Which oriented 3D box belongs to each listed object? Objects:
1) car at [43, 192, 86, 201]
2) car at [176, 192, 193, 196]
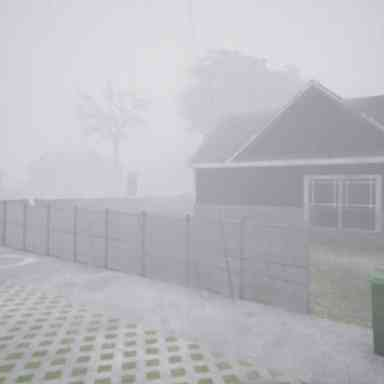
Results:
[{"bbox_3d":[-13.325,0.796,34.564,1.837,1.490,4.892,1,1,33],"label":"car"},{"bbox_3d":[-0.686,0.601,54.272,1.895,1.301,4.718,1,1,33],"label":"car"}]
